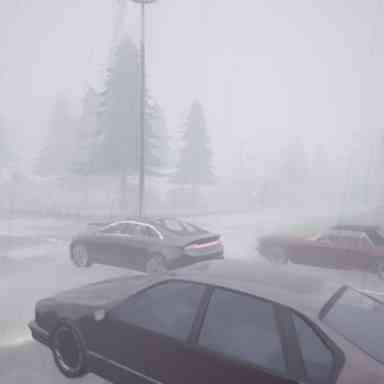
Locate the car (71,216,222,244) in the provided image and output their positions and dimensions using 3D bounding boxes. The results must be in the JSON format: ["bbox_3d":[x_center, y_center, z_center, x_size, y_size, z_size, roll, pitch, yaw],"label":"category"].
[{"bbox_3d":[-1.449,1.441,9.320,4.902,1.511,2.128,0,0,35],"label":"car"}]

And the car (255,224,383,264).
[{"bbox_3d":[4.279,1.585,9.586,4.718,1.301,1.895,1,0,37],"label":"car"}]

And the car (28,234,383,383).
[{"bbox_3d":[0.376,1.534,3.724,5.357,1.411,2.033,0,0,35],"label":"car"}]
